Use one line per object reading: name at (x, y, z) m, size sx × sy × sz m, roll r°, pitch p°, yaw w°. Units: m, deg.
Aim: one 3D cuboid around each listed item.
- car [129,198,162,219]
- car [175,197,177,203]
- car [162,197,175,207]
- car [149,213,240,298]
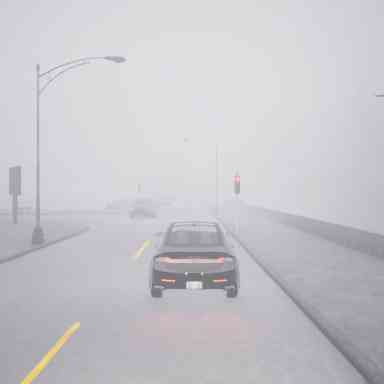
car at (-4.112, 1.351, 28.926) m, size 2.097 × 1.767 × 4.553 m, roll 0°, pitch 0°, yaw 0°
car at (-4.043, 1.601, 67.228) m, size 1.895 × 1.301 × 4.718 m, roll 0°, pitch 0°, yaw 0°
car at (-4.117, 1.547, 51.181) m, size 2.033 × 1.411 × 5.357 m, roll 0°, pitch 0°, yaw 0°
car at (0.059, 1.492, 8.514) m, size 2.128 × 1.511 × 4.902 m, roll 0°, pitch 0°, yaw 0°
